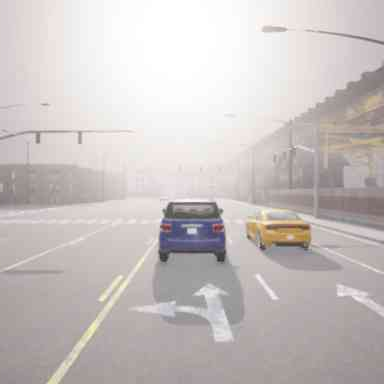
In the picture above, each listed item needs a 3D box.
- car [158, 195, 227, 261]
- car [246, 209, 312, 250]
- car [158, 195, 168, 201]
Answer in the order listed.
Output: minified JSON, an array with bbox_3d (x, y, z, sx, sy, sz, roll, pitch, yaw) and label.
[{"bbox_3d":[0.029,1.219,12.388,2.150,2.045,5.566,0,0,1],"label":"car"},{"bbox_3d":[3.547,1.473,14.406,1.882,1.535,5.008,0,0,0],"label":"car"},{"bbox_3d":[-7.029,1.515,80.816,2.033,1.411,5.357,0,0,0],"label":"car"}]
